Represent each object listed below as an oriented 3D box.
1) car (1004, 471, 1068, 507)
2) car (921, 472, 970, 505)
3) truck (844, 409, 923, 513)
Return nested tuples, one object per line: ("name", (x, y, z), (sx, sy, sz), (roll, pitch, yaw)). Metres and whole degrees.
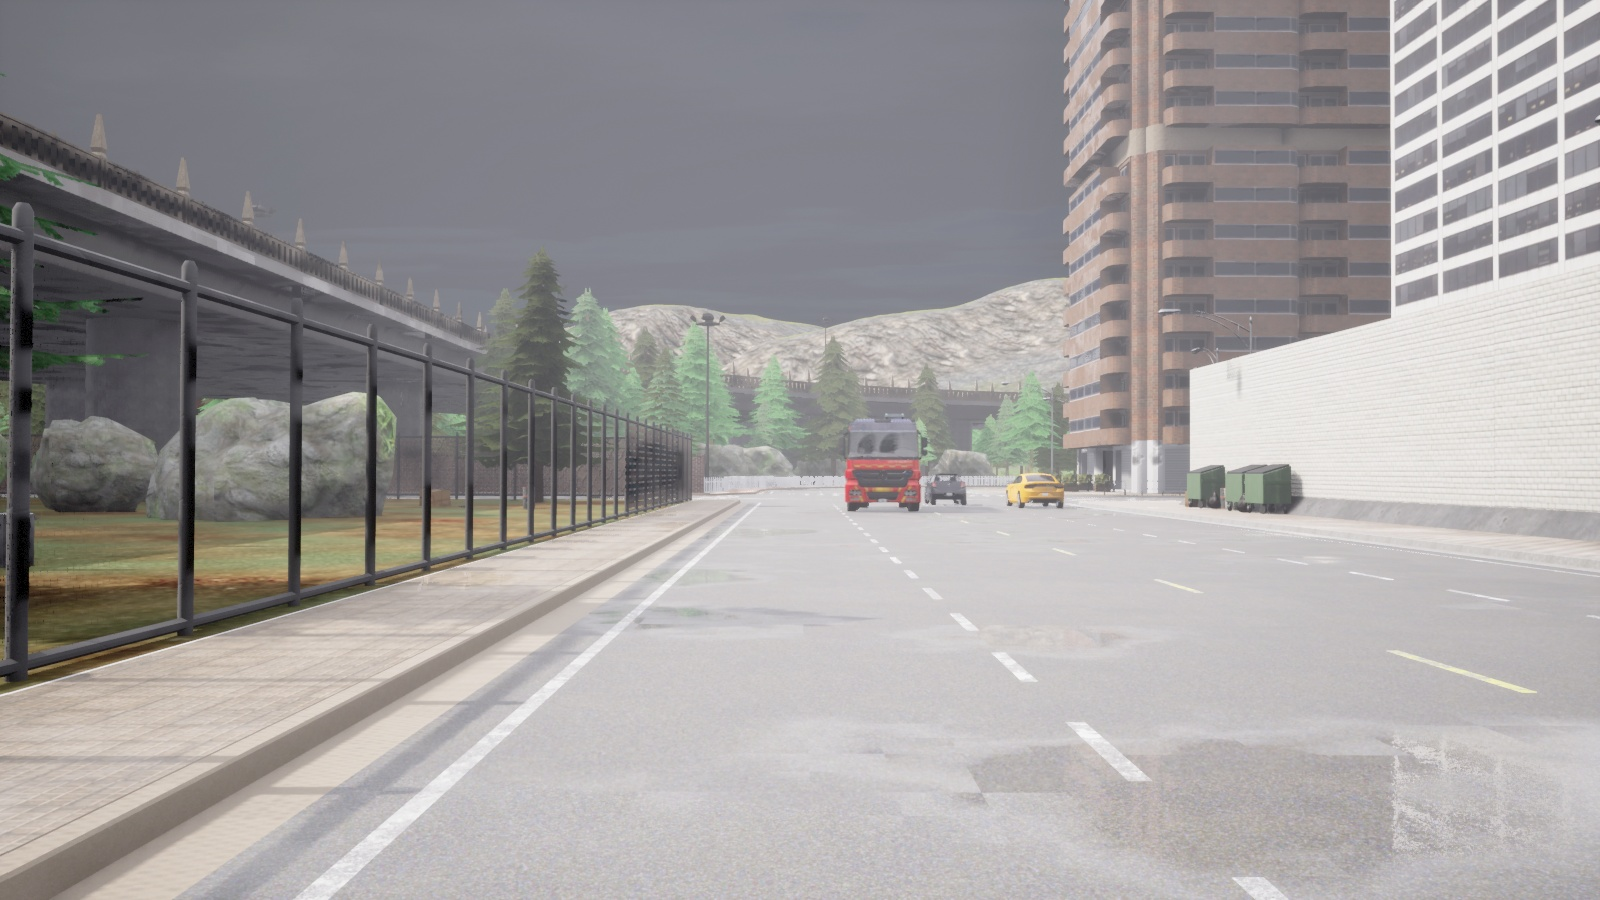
("car", (10.344, 1.679, 55.419), (1.882, 1.535, 5.008), (0, -1, 0))
("car", (6.832, 1.796, 59.327), (1.845, 1.501, 3.633), (0, -1, 0))
("truck", (3.376, 0.488, 50.863), (2.891, 3.827, 8.468), (0, -1, 4))
